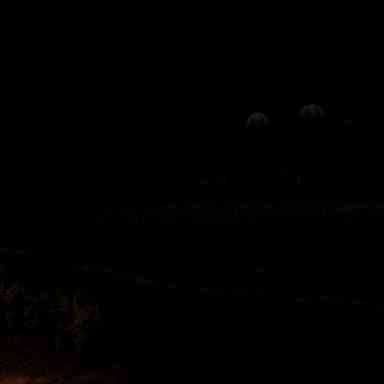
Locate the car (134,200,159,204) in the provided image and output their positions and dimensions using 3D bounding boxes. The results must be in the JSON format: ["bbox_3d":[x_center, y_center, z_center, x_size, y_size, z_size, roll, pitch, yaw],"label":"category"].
[{"bbox_3d":[-7.729,1.966,56.317,1.895,1.301,4.718,-1,-1,36],"label":"car"}]
